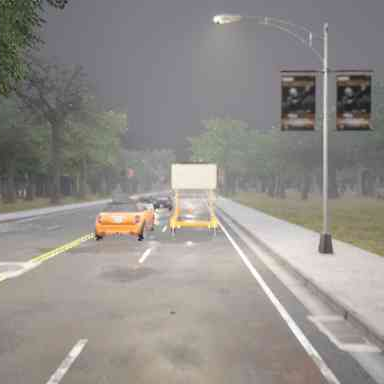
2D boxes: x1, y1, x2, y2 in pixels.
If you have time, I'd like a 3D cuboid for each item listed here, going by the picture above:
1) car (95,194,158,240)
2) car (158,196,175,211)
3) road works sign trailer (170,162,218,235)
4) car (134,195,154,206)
[{"bbox_3d":[-3.051,1.173,15.952,2.097,1.767,4.553,0,1,0],"label":"car"},{"bbox_3d":[-2.880,1.125,33.975,1.812,1.442,4.674,0,1,1],"label":"car"},{"bbox_3d":[0.104,0.269,17.280,2.380,3.560,2.880,0,1,1],"label":"road works sign trailer"},{"bbox_3d":[-6.203,1.071,43.811,1.895,1.301,4.718,0,1,1],"label":"car"}]
